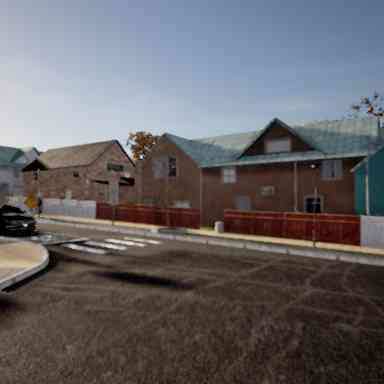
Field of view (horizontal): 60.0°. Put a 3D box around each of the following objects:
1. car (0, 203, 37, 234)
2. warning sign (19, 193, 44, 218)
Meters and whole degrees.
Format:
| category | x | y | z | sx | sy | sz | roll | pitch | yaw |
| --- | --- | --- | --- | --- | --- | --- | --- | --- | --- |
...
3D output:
| category | x | y | z | sx | sy | sz | roll | pitch | yaw |
| --- | --- | --- | --- | --- | --- | --- | --- | --- | --- |
| car | -10.414 | 1.366 | 18.046 | 4.892 | 1.490 | 1.837 | 2 | -1 | 32 |
| warning sign | -12.320 | 1.017 | 25.537 | 1.060 | 1.860 | 1.300 | -1 | 0 | 32 |
